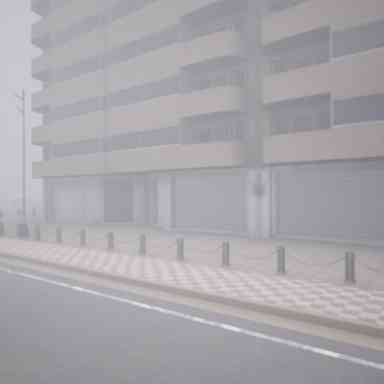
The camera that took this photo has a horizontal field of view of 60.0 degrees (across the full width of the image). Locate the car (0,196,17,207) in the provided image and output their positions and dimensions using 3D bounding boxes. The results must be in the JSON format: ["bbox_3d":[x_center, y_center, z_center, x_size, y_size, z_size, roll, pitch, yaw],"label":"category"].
[{"bbox_3d":[-45.747,1.992,80.355,1.932,1.855,4.605,-1,0,35],"label":"car"}]

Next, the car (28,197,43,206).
[{"bbox_3d":[-31.880,2.076,70.696,1.970,1.475,3.806,-1,0,35],"label":"car"}]
